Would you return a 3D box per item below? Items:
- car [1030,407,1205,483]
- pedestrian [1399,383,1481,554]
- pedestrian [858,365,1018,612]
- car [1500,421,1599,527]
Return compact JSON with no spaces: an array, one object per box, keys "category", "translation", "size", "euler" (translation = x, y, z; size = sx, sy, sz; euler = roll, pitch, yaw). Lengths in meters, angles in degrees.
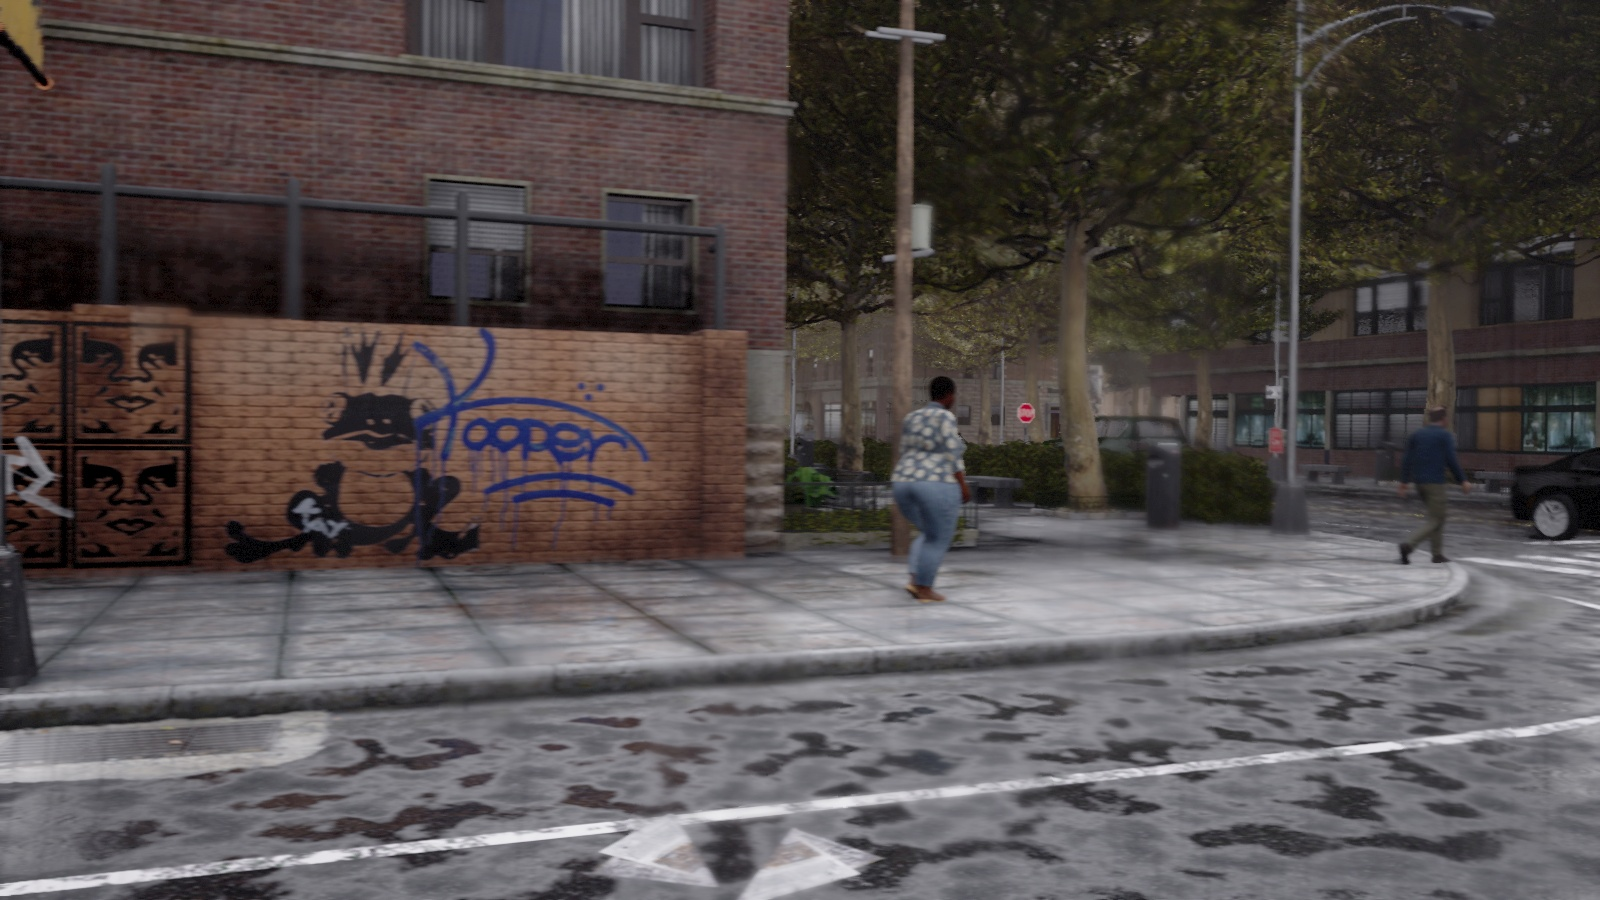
[{"category":"car","translation":[9.170,-0.178,36.909],"size":[2.150,2.045,5.566],"euler":[-1,1,-21]},{"category":"pedestrian","translation":[7.027,0.194,13.791],"size":[0.726,1.842,0.402],"euler":[-1,1,-18]},{"category":"pedestrian","translation":[1.101,0.280,10.055],"size":[0.900,1.855,0.874],"euler":[-1,1,-35]},{"category":"car","translation":[12.740,0.352,17.738],"size":[1.882,1.535,5.008],"euler":[-1,1,-19]}]
